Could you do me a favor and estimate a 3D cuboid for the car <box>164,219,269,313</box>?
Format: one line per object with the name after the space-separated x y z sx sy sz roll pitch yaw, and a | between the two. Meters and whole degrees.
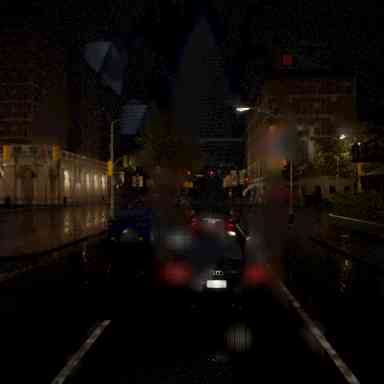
0.521 1.563 7.772 1.994 1.385 4.181 0 0 3 | car

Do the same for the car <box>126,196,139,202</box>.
-13.743 1.589 77.304 1.895 1.301 4.718 0 0 3 | car

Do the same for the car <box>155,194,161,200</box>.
-9.773 1.348 89.289 2.097 1.767 4.553 0 0 3 | car

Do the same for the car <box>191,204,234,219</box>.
1.002 1.351 16.402 2.097 1.767 4.553 0 0 3 | car

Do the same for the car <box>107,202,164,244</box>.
-2.525 1.476 16.004 1.882 1.535 5.008 0 0 4 | car

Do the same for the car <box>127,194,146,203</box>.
-11.157 1.500 66.375 1.837 1.490 4.892 0 0 4 | car

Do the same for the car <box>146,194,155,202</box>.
-10.534 1.349 76.526 2.097 1.767 4.553 0 0 3 | car
